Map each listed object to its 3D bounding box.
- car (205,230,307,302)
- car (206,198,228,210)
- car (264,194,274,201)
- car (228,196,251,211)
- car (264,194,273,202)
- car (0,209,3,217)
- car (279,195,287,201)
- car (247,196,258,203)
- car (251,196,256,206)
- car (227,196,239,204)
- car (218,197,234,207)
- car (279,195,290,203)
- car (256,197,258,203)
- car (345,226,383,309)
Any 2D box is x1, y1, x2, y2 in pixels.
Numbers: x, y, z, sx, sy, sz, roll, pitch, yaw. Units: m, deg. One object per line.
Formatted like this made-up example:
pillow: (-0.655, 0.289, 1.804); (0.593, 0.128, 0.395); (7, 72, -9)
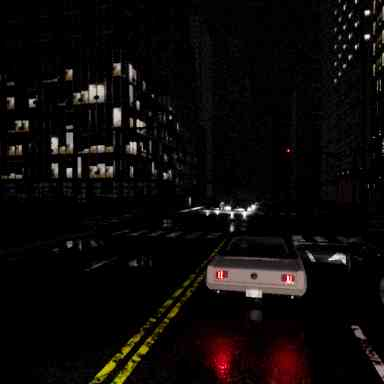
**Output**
car: (1.695, 1.597, 8.337); (1.895, 1.301, 4.718); (0, 0, 14)
car: (3.092, 1.524, 43.168); (2.033, 1.411, 5.357); (0, 0, 13)
car: (18.642, 1.286, 80.531); (2.128, 1.511, 4.902); (0, 0, 13)
car: (5.862, 1.503, 40.728); (1.812, 1.442, 4.674); (0, 0, 13)
car: (16.365, 1.530, 70.825); (1.895, 1.301, 4.718); (0, 0, 13)
car: (-17.347, 1.435, 26.651); (4.313, 1.339, 1.947); (1, 1, 14)
car: (21.813, 1.355, 79.817); (1.895, 1.301, 4.718); (0, 0, 13)
car: (12.770, 1.486, 69.735); (2.033, 1.411, 5.357); (0, 0, 13)
car: (7.976, 1.460, 49.731); (2.128, 1.511, 4.902); (0, 0, 13)
car: (7.838, 1.460, 63.167); (1.837, 1.490, 4.892); (0, 0, 14)
car: (5.414, 1.567, 53.037); (1.895, 1.301, 4.718); (0, 0, 13)
car: (19.427, 1.474, 69.646); (2.033, 1.411, 5.357); (0, 0, 13)
car: (10.307, 1.559, 59.539); (1.895, 1.301, 4.718); (0, 0, 14)
car: (4.825, 1.501, 7.437); (1.837, 1.490, 4.892); (0, 0, 13)
